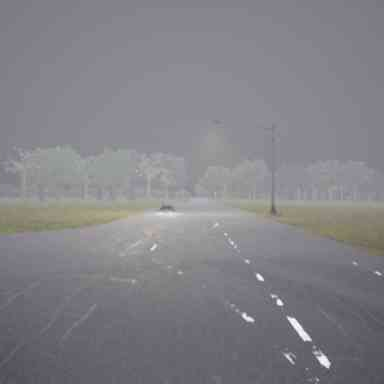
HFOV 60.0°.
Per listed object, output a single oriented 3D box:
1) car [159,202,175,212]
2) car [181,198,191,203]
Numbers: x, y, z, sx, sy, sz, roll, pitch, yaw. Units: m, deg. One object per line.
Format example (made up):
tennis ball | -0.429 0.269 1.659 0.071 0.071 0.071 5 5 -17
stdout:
car | -3.243 1.928 44.297 1.895 1.301 4.718 0 0 0
car | -1.480 2.129 84.849 1.994 1.385 4.181 0 0 8
